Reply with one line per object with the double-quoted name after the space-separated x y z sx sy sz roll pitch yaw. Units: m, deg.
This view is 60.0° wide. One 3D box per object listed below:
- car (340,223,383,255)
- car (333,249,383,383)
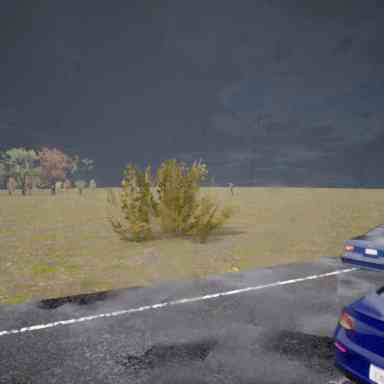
6.591 1.549 9.761 5.357 1.411 2.033 0 0 -34 "car"
3.788 1.526 4.135 4.674 1.442 1.812 0 0 -29 "car"
